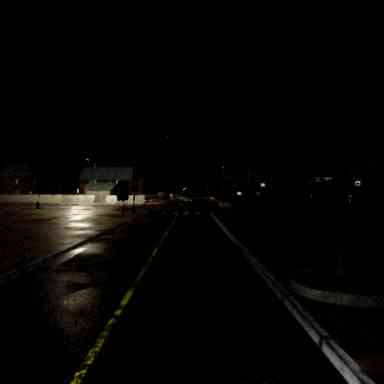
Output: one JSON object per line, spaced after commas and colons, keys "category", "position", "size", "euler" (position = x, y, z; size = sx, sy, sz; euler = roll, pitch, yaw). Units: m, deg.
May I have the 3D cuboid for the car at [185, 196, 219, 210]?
{"category": "car", "position": [1.315, 1.545, 41.322], "size": [4.181, 1.385, 1.994], "euler": [1, 0, 8]}
